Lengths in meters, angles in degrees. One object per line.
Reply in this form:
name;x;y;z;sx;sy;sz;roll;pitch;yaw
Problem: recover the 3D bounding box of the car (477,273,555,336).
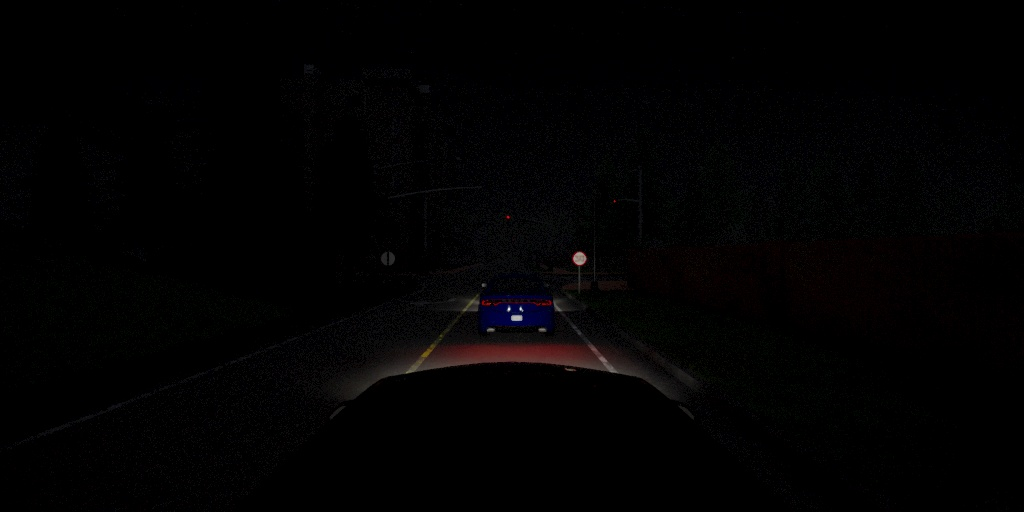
car;0.100;1.228;10.438;1.882;1.535;5.008;0;0;0
